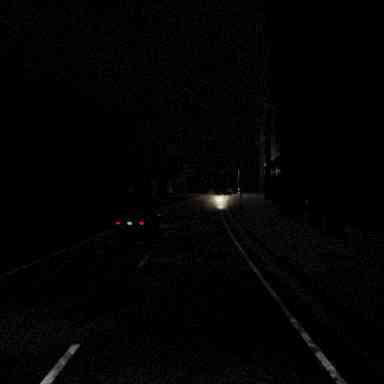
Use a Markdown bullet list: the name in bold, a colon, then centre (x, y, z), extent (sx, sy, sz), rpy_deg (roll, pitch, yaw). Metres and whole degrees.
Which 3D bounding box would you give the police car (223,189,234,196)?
- **police car**: centre (9.341, 0.194, 87.902), extent (1.930, 1.638, 5.238), rpy_deg (0, 2, 10)

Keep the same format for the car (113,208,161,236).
- **car**: centre (-2.978, 1.602, 18.950), extent (2.033, 1.411, 5.357), rpy_deg (0, 0, 2)
